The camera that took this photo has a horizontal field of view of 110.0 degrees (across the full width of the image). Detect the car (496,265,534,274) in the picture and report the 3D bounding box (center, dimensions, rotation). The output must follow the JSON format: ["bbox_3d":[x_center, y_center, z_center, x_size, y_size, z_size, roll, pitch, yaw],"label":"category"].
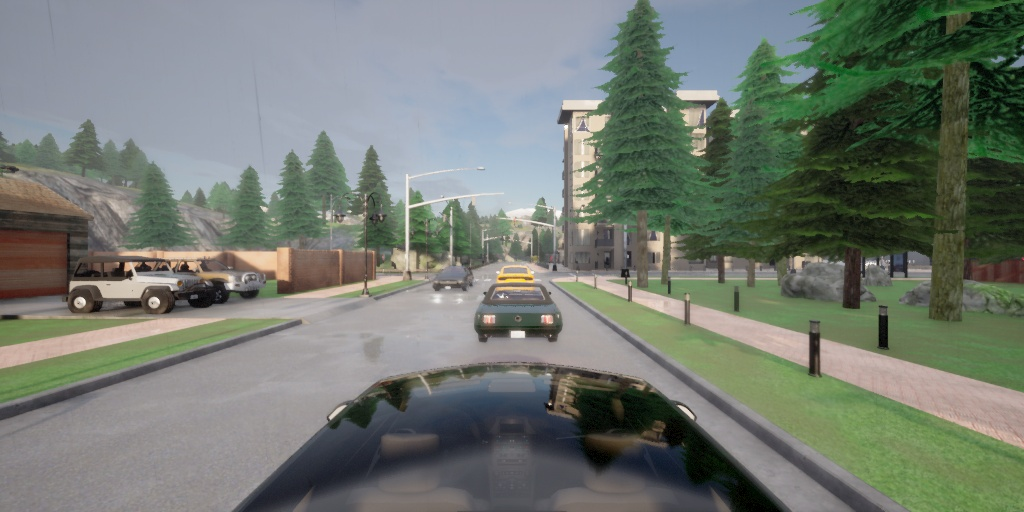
[{"bbox_3d":[0.174,1.229,19.038,1.882,1.535,5.008,0,0,0],"label":"car"}]

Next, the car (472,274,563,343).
[{"bbox_3d":[0.145,1.352,9.699,1.895,1.301,4.718,0,0,0],"label":"car"}]

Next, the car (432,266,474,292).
[{"bbox_3d":[-3.416,1.299,21.833,2.033,1.411,5.357,0,0,0],"label":"car"}]
